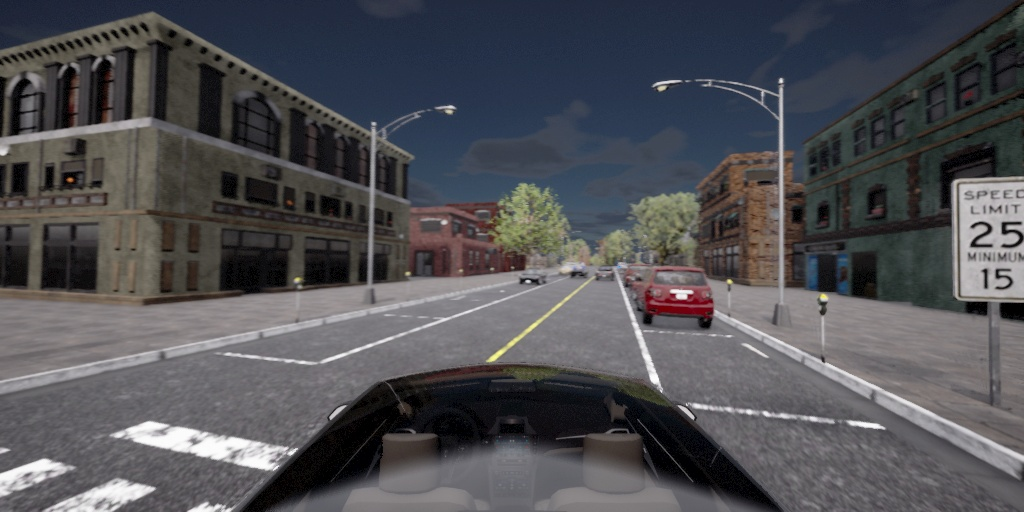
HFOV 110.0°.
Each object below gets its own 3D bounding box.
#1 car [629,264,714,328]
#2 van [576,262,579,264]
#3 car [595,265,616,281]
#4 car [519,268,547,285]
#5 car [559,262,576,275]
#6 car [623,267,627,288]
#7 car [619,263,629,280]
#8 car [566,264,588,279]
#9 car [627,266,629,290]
[{"bbox_3d":[5.449,1.273,12.497,2.192,1.841,5.009,0,0,16],"label":"car"},{"bbox_3d":[9.350,1.915,57.442,1.690,1.789,3.998,0,0,16],"label":"van"},{"bbox_3d":[9.873,1.830,38.020,2.128,1.511,4.902,1,-1,16],"label":"car"},{"bbox_3d":[1.867,1.710,30.760,1.948,1.339,4.313,0,0,16],"label":"car"},{"bbox_3d":[7.807,2.014,51.943,1.751,1.417,4.829,0,0,16],"label":"car"},{"bbox_3d":[8.442,1.683,23.171,2.007,1.370,4.403,0,0,16],"label":"car"},{"bbox_3d":[9.939,1.534,28.508,2.192,1.841,5.009,0,0,16],"label":"car"},{"bbox_3d":[7.939,1.970,42.432,1.895,1.301,4.718,1,-1,16],"label":"car"},{"bbox_3d":[6.946,1.485,17.834,1.967,1.591,4.097,0,0,16],"label":"car"}]
